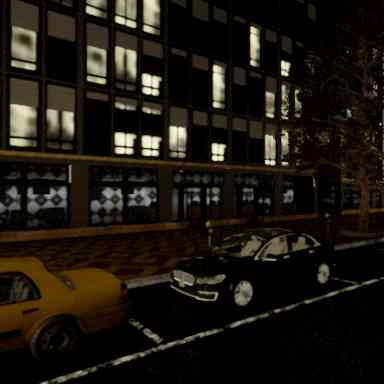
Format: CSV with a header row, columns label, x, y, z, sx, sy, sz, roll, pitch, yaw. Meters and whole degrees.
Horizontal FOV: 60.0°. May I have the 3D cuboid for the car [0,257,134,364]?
label,x,y,z,sx,sy,sz,roll,pitch,yaw
car,-3.182,1.526,4.287,4.829,1.417,1.752,0,0,-36

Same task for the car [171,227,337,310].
label,x,y,z,sx,sy,sz,roll,pitch,yaw
car,1.588,1.544,7.697,4.403,1.369,2.008,0,0,-36
